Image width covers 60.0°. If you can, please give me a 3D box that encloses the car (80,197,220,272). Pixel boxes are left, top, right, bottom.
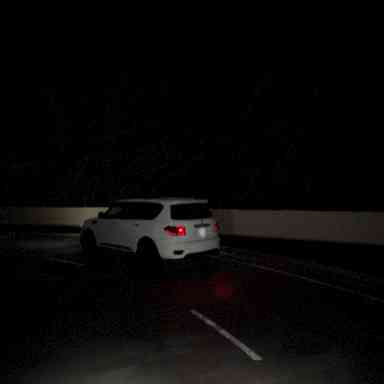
[{"bbox_3d":[-1.618,1.197,11.083,5.566,2.045,2.150,-1,0,45],"label":"car"}]
